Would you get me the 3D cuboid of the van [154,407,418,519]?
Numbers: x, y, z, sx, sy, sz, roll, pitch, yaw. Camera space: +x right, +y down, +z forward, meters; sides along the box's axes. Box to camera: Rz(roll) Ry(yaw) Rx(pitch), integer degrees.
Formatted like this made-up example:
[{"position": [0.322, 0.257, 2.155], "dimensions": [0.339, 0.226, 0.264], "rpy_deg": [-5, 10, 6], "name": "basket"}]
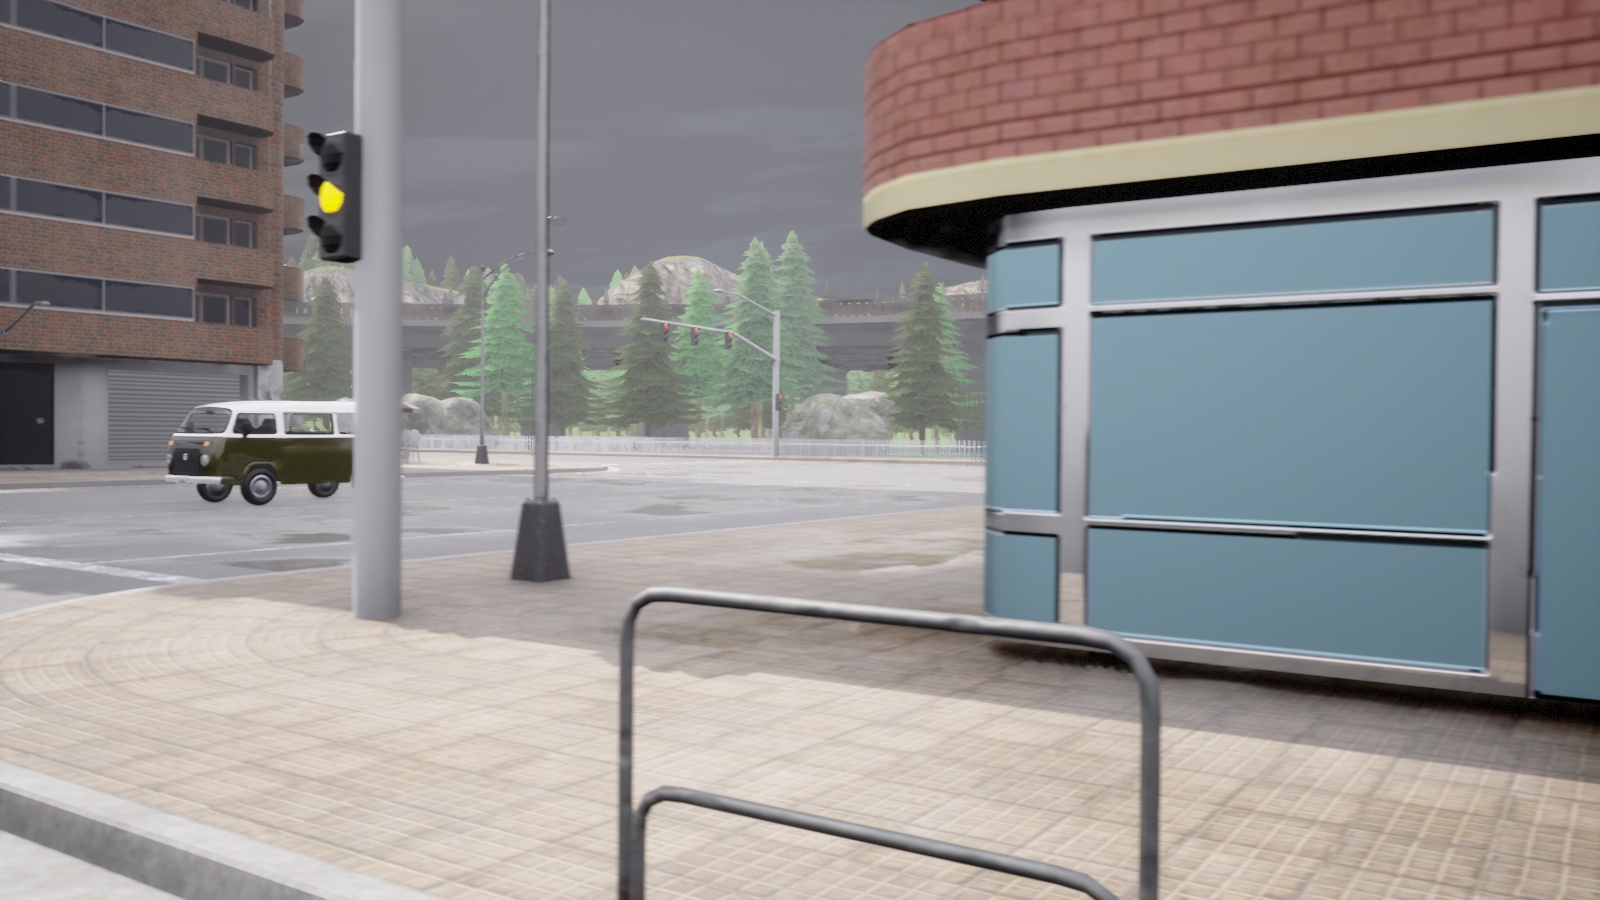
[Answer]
[{"position": [-10.197, 0.203, 25.241], "dimensions": [2.069, 2.038, 4.480], "rpy_deg": [0, 1, 34], "name": "van"}]
